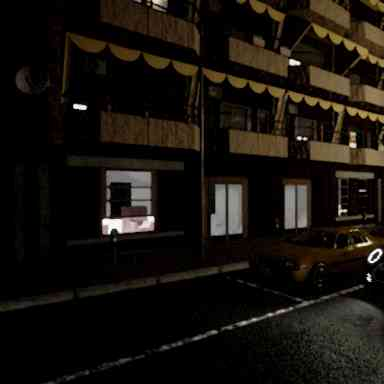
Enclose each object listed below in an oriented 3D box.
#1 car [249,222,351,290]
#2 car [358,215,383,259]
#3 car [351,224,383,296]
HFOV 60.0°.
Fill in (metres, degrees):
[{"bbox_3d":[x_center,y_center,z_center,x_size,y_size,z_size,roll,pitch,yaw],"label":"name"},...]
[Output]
[{"bbox_3d":[3.682,1.545,9.162,4.829,1.417,1.752,0,0,-35],"label":"car"},{"bbox_3d":[8.329,1.579,12.455,4.507,1.381,1.887,0,0,-35],"label":"car"},{"bbox_3d":[5.898,1.373,7.553,4.553,1.767,2.097,0,0,-35],"label":"car"}]
